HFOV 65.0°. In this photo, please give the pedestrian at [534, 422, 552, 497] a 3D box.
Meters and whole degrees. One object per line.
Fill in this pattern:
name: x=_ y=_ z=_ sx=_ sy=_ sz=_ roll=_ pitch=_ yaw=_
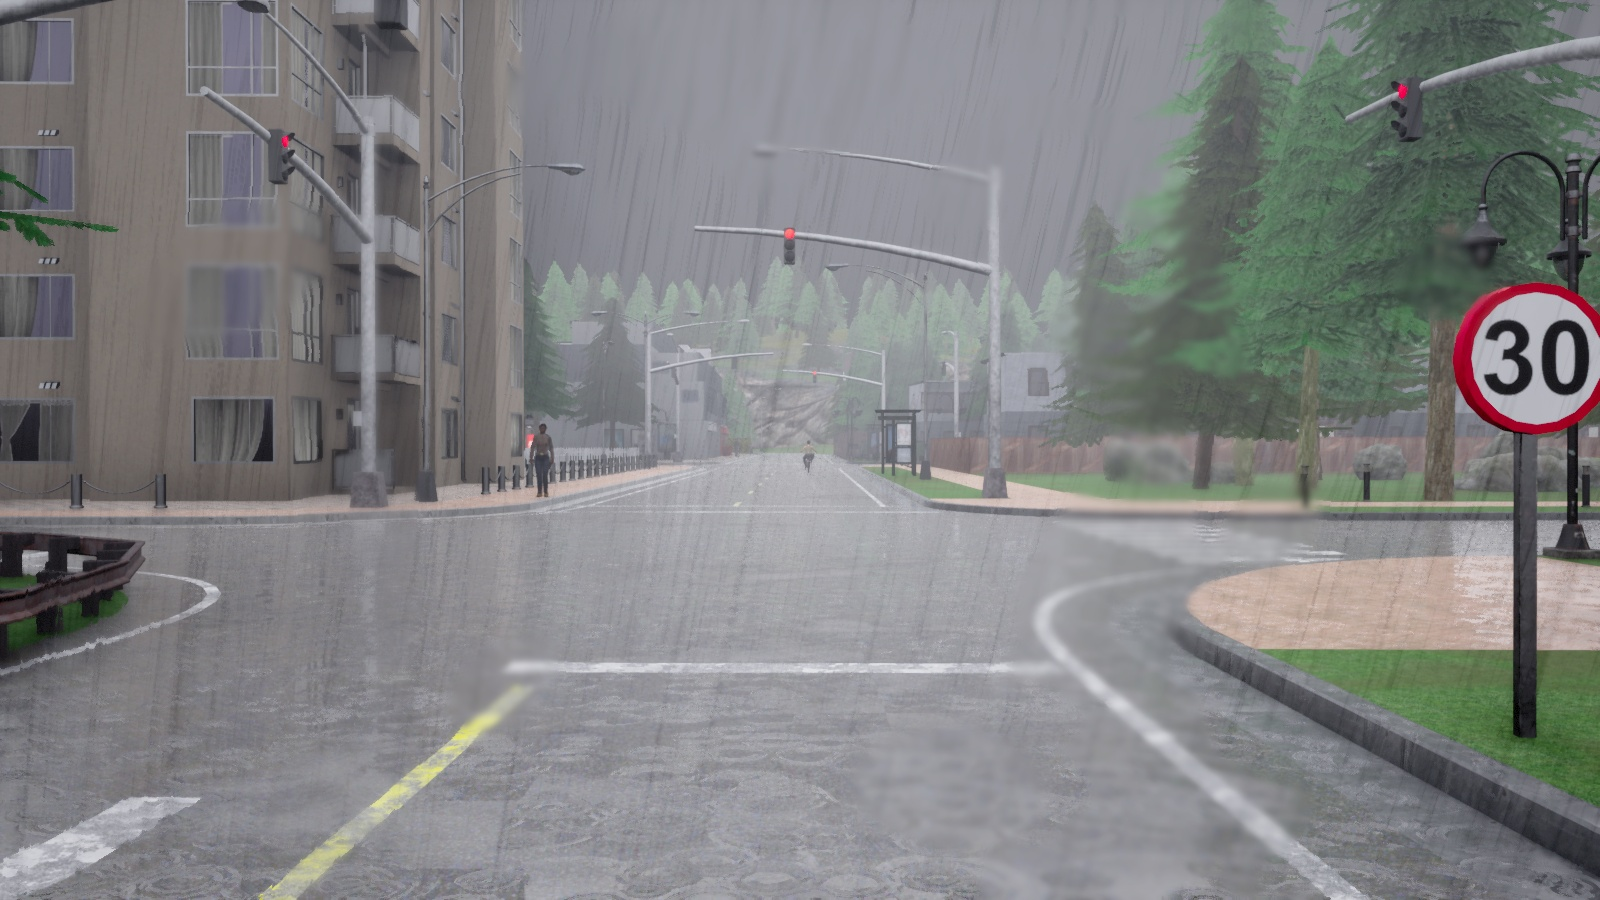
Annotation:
pedestrian: x=-6.340 y=0.227 z=30.944 sx=0.328 sy=1.805 sz=0.869 roll=0 pitch=0 yaw=-5
